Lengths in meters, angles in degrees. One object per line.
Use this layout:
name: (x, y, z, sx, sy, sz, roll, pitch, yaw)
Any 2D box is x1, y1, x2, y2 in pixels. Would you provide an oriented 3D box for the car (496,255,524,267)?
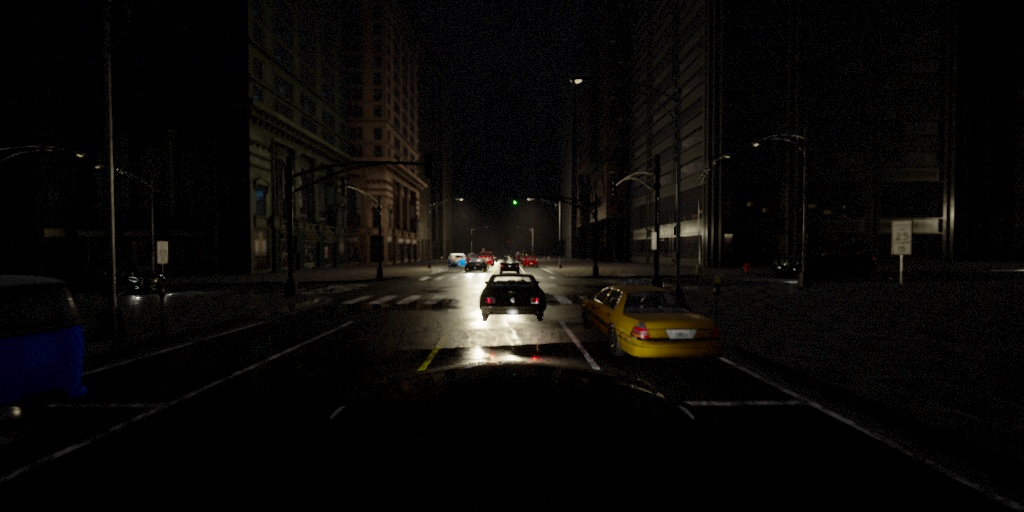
car: (-0.223, 0.892, 33.970, 2.033, 1.411, 5.357, 0, 1, -1)

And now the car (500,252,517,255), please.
car: (-0.624, 0.460, 65.272, 2.128, 1.511, 4.902, 0, 1, -1)

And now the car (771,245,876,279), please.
car: (19.833, 0.329, 22.913, 5.566, 2.045, 2.150, -1, 1, 0)

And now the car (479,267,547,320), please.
car: (0.001, 1.220, 12.016, 1.895, 1.301, 4.718, 0, 1, -1)

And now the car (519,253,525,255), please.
car: (2.289, 0.676, 51.540, 1.888, 1.381, 4.507, 0, 0, -1)

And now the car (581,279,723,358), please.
car: (2.708, 1.196, 8.098, 1.751, 1.417, 4.829, 0, 0, -1)

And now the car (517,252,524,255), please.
car: (2.176, 0.525, 62.760, 1.751, 1.417, 4.829, 0, 0, -1)

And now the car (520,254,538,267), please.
car: (2.345, 0.742, 46.016, 1.888, 1.381, 4.507, 0, 0, -1)

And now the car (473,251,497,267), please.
car: (-3.538, 0.392, 48.206, 2.150, 2.045, 5.566, 0, 1, 0)

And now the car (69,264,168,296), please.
car: (-21.622, 1.229, 19.470, 4.553, 1.767, 2.097, -1, 1, 0)

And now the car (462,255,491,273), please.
car: (-3.418, 0.894, 35.128, 1.994, 1.385, 4.181, 0, 1, 0)

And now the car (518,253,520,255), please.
car: (2.234, 0.610, 57.065, 1.888, 1.381, 4.507, 0, 0, -1)

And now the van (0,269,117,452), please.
van: (-5.768, 1.082, 2.446, 1.690, 1.789, 3.998, 0, 0, -1)

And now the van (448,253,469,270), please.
van: (-6.156, 0.607, 40.425, 1.690, 1.789, 3.998, 0, 0, -1)
